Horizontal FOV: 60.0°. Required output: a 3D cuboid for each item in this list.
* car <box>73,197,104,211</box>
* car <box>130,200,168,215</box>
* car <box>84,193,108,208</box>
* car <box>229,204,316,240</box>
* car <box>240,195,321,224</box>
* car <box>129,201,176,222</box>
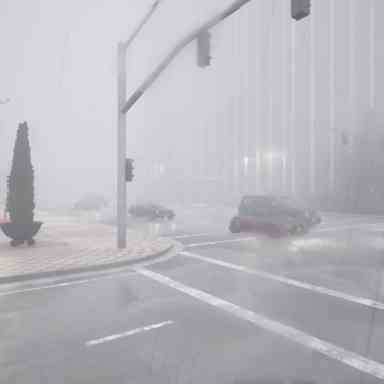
[{"bbox_3d":[-12.732,1.601,40.090,1.895,1.301,4.718,0,0,-36],"label":"car"},{"bbox_3d":[-4.608,1.601,34.808,1.895,1.301,4.718,0,0,-36],"label":"car"},{"bbox_3d":[-13.976,1.220,47.810,2.150,2.045,5.566,0,0,-37],"label":"car"},{"bbox_3d":[3.846,1.564,17.207,1.994,1.385,4.181,0,0,-36],"label":"car"},{"bbox_3d":[5.301,1.221,21.135,2.150,2.045,5.566,0,0,-36],"label":"car"},{"bbox_3d":[-3.254,1.601,26.955,1.895,1.301,4.718,0,0,-36],"label":"car"}]
